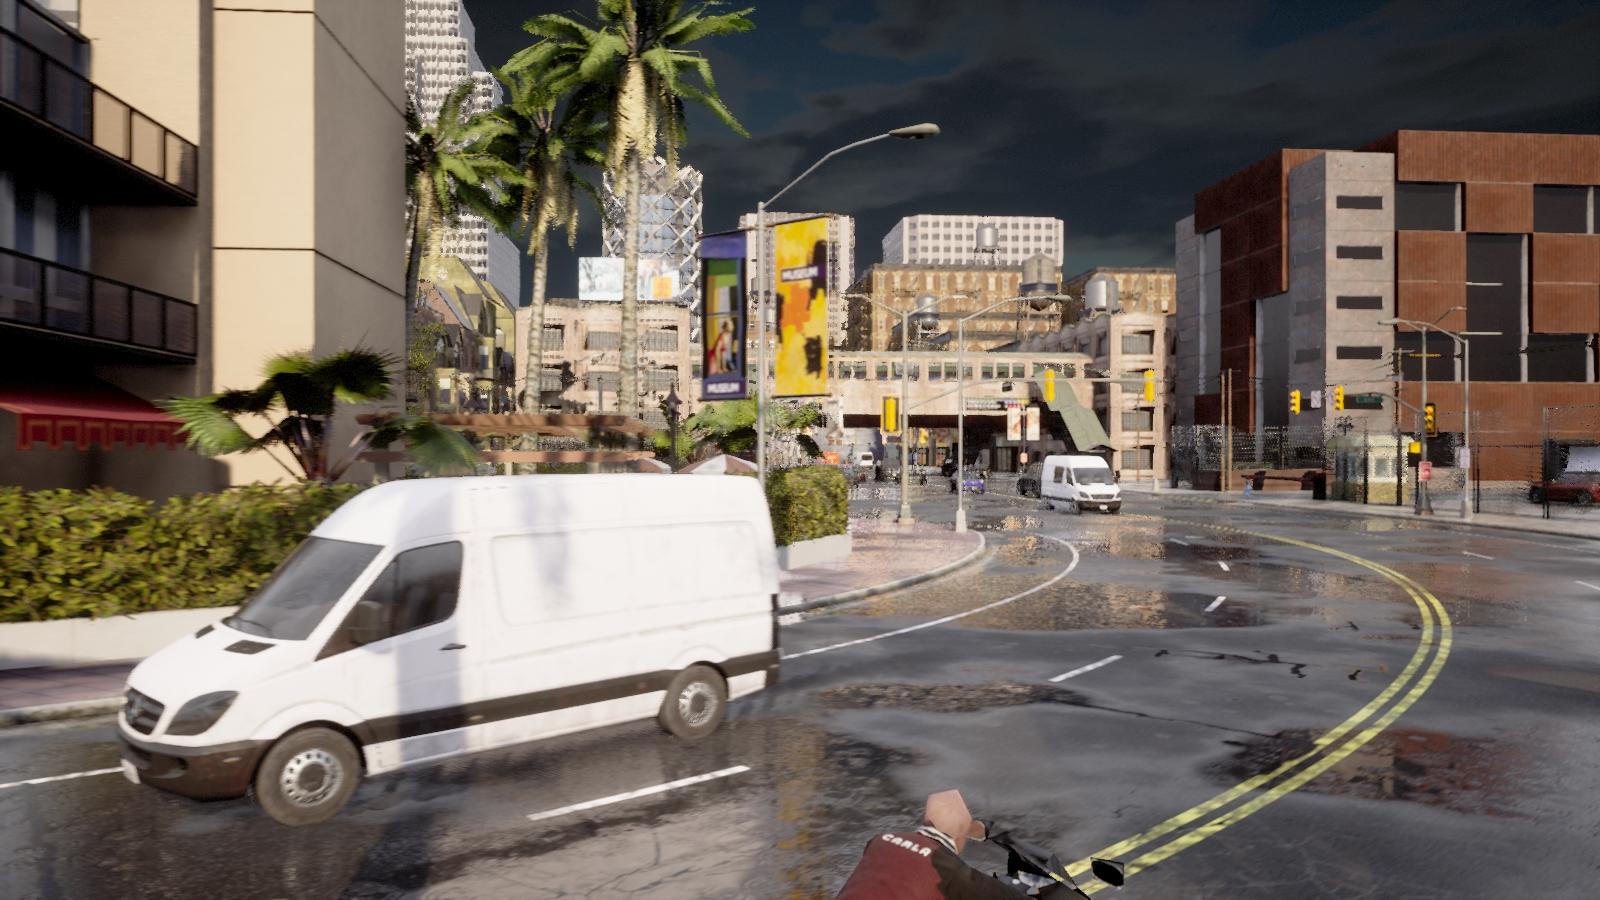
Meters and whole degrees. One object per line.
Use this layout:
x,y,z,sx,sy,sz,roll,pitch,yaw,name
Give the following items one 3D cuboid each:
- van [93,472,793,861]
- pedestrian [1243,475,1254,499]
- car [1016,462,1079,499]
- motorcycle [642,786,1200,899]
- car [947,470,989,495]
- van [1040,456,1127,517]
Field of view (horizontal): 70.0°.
-2.906,1.537,10.587,5.915,2.561,1.988,0,0,-43,van
24.023,1.984,61.204,0.375,1.300,0.375,0,0,-8,pedestrian
14.641,1.789,68.011,2.150,2.045,5.566,0,0,-5,car
0.525,2.206,4.345,2.209,1.251,0.867,0,0,-40,motorcycle
10.704,2.050,73.034,1.845,1.501,3.633,0,0,-5,car
12.568,1.542,51.129,1.988,2.561,5.915,0,0,-5,van
